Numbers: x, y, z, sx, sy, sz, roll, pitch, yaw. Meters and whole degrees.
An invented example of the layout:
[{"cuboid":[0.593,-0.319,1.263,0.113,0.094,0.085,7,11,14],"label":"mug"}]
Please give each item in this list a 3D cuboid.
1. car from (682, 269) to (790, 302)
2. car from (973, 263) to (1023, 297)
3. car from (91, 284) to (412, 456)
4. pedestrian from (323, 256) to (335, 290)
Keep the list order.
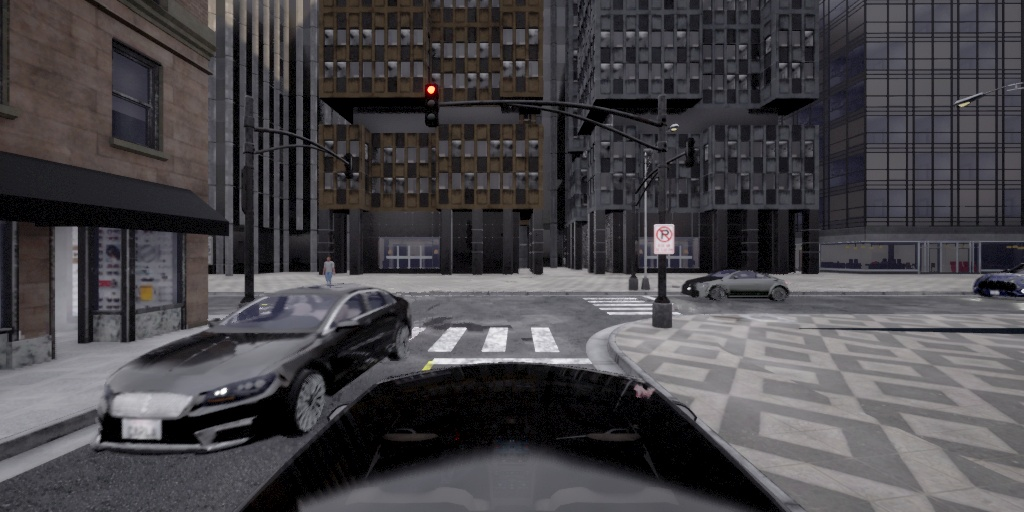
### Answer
[{"cuboid":[10.068,1.296,16.317,4.181,1.385,1.994,0,0,0],"label":"car"},{"cuboid":[24.109,1.065,16.216,4.553,1.767,2.097,0,0,0],"label":"car"},{"cuboid":[-3.077,1.241,5.562,2.128,1.511,4.902,0,0,3],"label":"car"},{"cuboid":[-9.929,0.902,19.486,0.375,1.860,0.375,0,0,0],"label":"pedestrian"}]
